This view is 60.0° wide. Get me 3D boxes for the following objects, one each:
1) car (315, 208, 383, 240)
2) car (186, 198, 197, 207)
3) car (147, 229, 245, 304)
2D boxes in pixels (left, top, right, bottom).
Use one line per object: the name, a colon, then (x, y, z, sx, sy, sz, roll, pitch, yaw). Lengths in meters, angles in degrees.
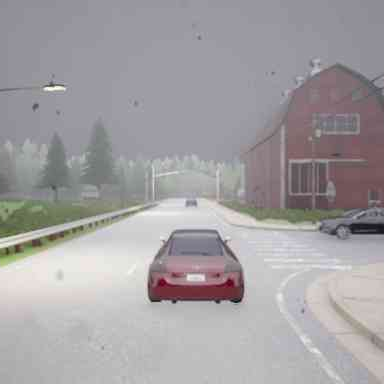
car: (8.835, 1.549, 16.838, 4.902, 1.511, 2.128, 0, 0, 3)
car: (-0.077, 1.662, 54.292, 1.882, 1.535, 5.008, 0, 0, 0)
car: (0.081, 1.592, 8.255, 1.994, 1.385, 4.181, 0, 0, 0)
